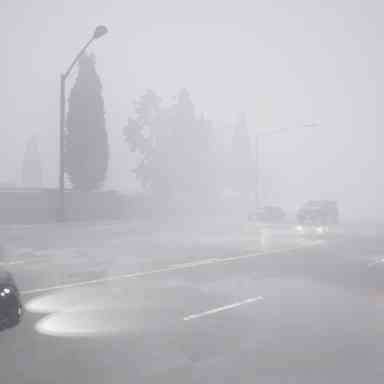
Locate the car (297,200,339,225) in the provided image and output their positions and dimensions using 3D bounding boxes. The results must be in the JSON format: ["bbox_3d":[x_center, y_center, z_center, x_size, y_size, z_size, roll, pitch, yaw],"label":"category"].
[{"bbox_3d":[11.062,1.695,28.915,2.150,2.045,5.566,0,-1,40],"label":"car"}]

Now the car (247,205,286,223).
[{"bbox_3d":[6.679,1.913,29.208,1.812,1.442,4.674,0,-2,41],"label":"car"}]

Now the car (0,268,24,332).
[{"bbox_3d":[-4.746,1.563,4.716,4.181,1.385,1.994,0,0,-34],"label":"car"}]
